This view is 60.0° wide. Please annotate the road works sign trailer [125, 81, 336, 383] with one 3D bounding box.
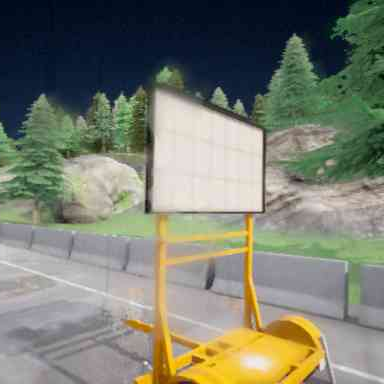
[{"bbox_3d":[0.129,0.675,4.295,2.880,3.560,2.380,-1,-3,40],"label":"road works sign trailer"}]
